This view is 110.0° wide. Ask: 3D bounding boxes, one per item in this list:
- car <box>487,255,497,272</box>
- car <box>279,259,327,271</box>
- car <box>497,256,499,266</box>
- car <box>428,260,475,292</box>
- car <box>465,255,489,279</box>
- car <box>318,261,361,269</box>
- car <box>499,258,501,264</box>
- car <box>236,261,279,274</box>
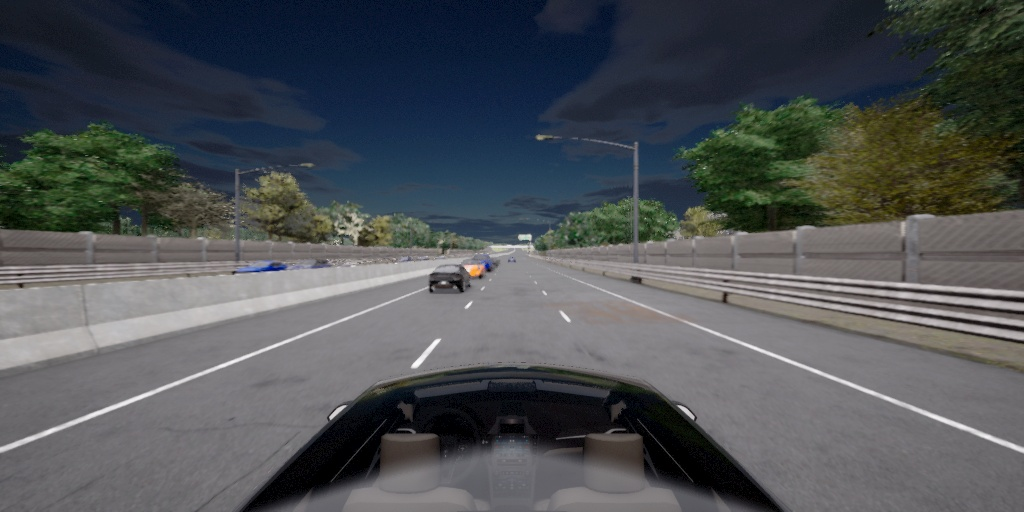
[{"bbox_3d":[-3.424,0.865,43.130,2.150,2.045,5.566,0,0,3],"label":"car"},{"bbox_3d":[-17.587,1.044,31.238,2.097,1.767,4.553,0,0,0],"label":"car"},{"bbox_3d":[-3.518,1.085,53.877,2.128,1.511,4.902,0,0,0],"label":"car"},{"bbox_3d":[-3.506,1.202,20.876,1.882,1.535,5.008,0,0,0],"label":"car"},{"bbox_3d":[-3.510,1.043,31.846,2.097,1.767,4.553,0,0,0],"label":"car"},{"bbox_3d":[-14.091,1.296,30.528,1.895,1.301,4.718,0,0,0],"label":"car"},{"bbox_3d":[-3.522,1.064,64.878,1.812,1.442,4.674,0,0,0],"label":"car"},{"bbox_3d":[-21.088,1.172,30.671,1.882,1.535,5.008,0,0,0],"label":"car"}]
